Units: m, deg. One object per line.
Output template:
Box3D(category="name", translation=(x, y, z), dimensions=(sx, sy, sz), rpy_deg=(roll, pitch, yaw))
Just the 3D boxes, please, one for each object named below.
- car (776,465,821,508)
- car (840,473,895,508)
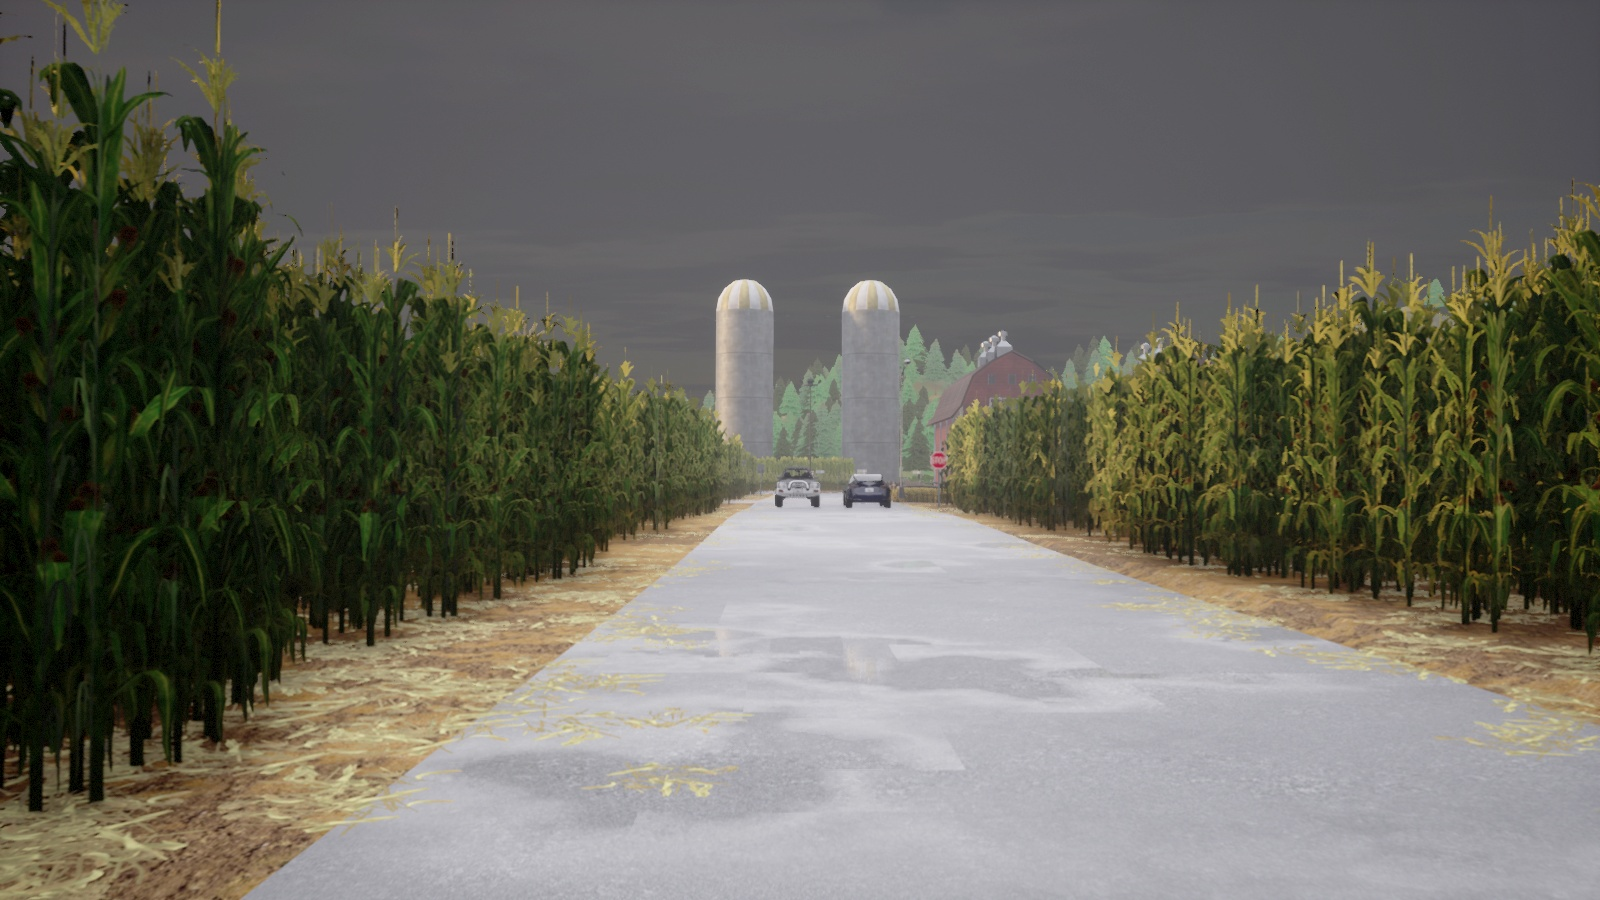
Box3D(category="car", translation=(-0.111, 1.607, 55.930), dimensions=(1.932, 1.855, 4.605), rpy_deg=(0, -1, -1))
Box3D(category="car", translation=(2.959, 1.776, 55.901), dimensions=(2.163, 1.488, 4.792), rpy_deg=(0, -1, 0))
